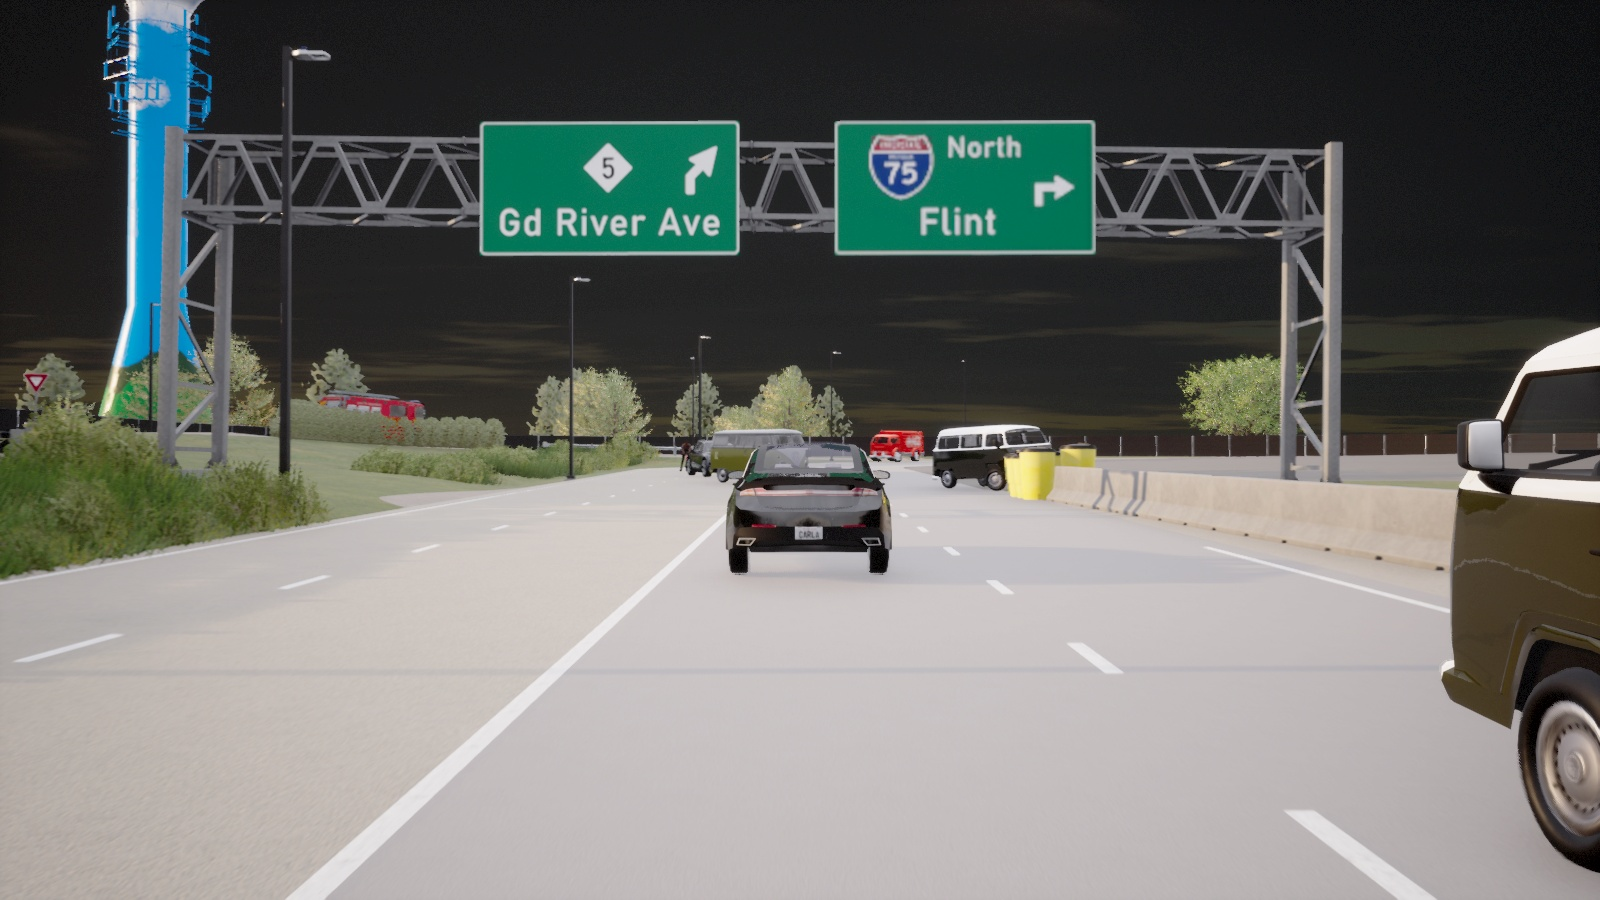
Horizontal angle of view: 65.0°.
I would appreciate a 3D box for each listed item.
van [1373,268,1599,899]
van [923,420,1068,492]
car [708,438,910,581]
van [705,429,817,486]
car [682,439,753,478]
[{"bbox_3d":[3.534,0.456,3.251,2.069,2.038,4.480,0,0,0],"label":"van"},{"bbox_3d":[6.129,0.240,39.887,2.069,2.038,4.480,-4,0,-29],"label":"van"},{"bbox_3d":[0.106,0.614,15.703,2.128,1.511,4.902,0,0,0],"label":"car"},{"bbox_3d":[-1.486,0.230,45.902,1.775,1.987,4.442,0,1,-38],"label":"van"},{"bbox_3d":[-3.726,0.340,55.751,2.033,1.649,4.856,0,0,-18],"label":"car"}]
